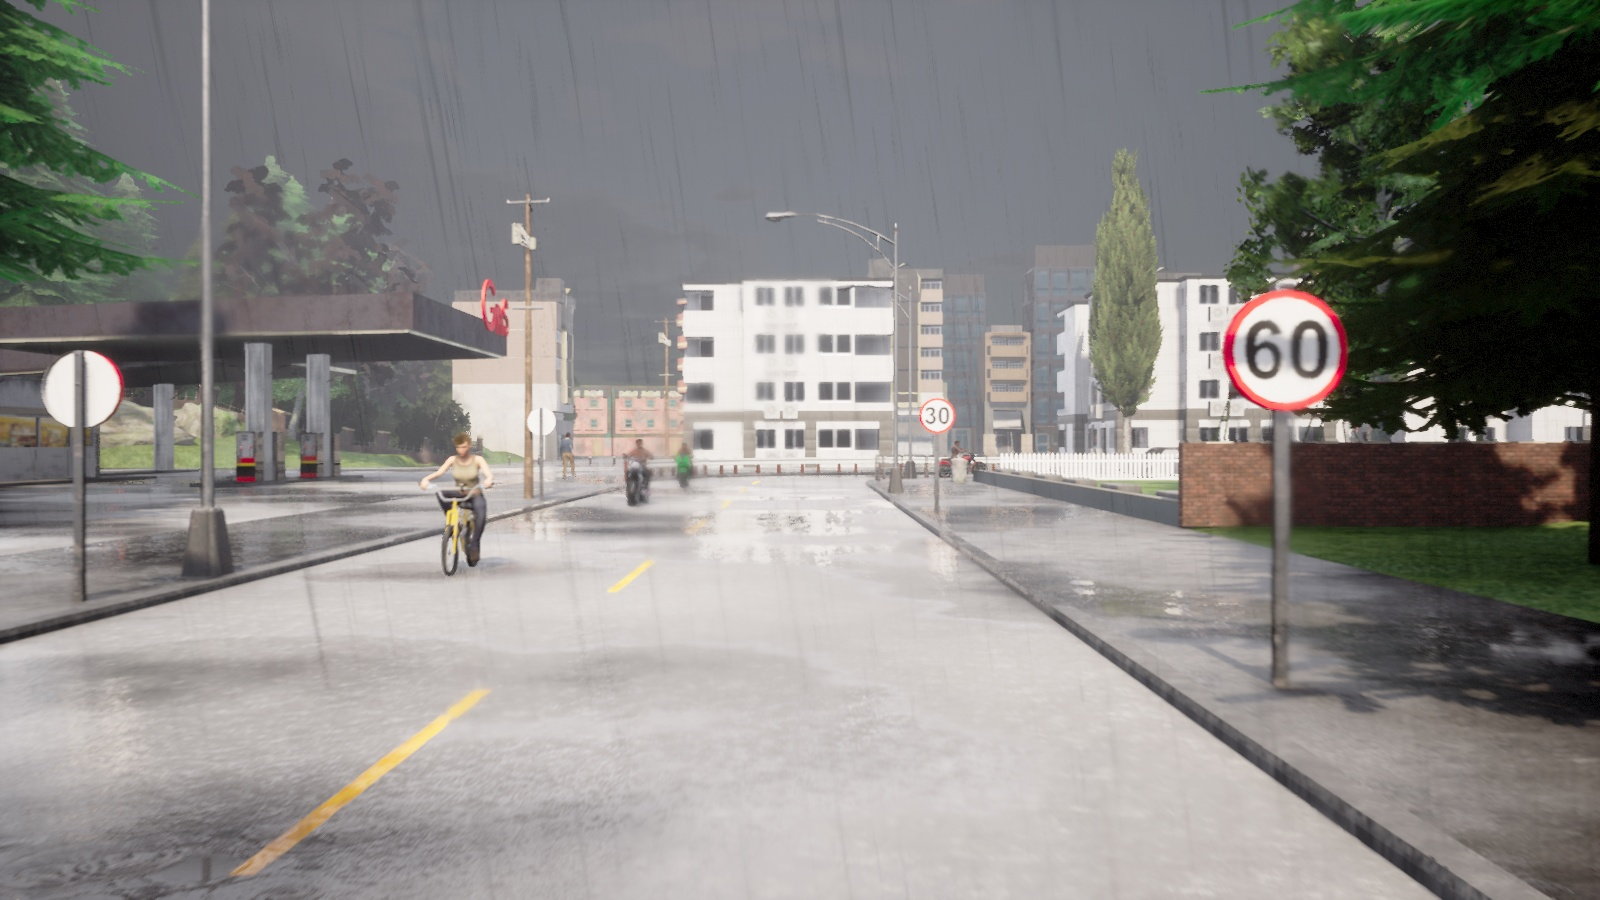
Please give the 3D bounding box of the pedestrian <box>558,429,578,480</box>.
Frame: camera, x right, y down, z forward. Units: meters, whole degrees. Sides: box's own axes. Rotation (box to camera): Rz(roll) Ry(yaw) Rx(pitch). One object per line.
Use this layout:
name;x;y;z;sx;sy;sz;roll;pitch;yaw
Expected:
pedestrian;-8.901;0.177;48.192;0.423;1.949;0.788;0;0;19

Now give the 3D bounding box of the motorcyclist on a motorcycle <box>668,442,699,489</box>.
motorcyclist on a motorcycle;-3.814;0.493;41.339;0.797;1.523;2.044;0;0;1

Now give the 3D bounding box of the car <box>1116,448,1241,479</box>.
car;15.923;0.561;53.029;4.718;1.301;1.895;0;0;1

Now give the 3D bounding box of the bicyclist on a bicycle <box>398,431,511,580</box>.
bicyclist on a bicycle;-3.919;0.599;14.364;0.866;1.612;1.509;0;0;0

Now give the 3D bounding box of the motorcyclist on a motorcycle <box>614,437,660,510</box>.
motorcyclist on a motorcycle;-3.843;0.526;29.746;0.766;1.649;2.350;0;0;0

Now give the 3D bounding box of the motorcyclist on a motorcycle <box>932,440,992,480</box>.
motorcyclist on a motorcycle;6.797;0.406;52.672;2.350;1.649;0.766;0;0;-18
